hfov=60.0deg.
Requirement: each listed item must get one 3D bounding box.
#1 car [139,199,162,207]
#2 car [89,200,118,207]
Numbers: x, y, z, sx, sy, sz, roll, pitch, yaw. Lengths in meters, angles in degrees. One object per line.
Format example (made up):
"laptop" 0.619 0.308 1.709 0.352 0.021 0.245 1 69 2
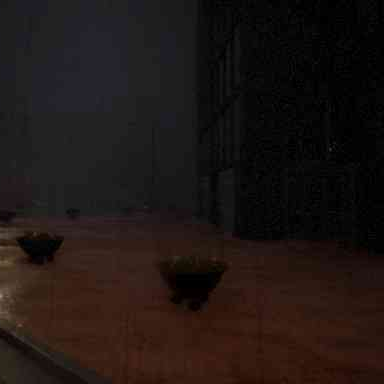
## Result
"car" -7.489 1.977 60.470 1.812 1.442 4.674 0 -1 39
"car" -15.042 1.938 56.693 1.895 1.301 4.718 0 -1 39
